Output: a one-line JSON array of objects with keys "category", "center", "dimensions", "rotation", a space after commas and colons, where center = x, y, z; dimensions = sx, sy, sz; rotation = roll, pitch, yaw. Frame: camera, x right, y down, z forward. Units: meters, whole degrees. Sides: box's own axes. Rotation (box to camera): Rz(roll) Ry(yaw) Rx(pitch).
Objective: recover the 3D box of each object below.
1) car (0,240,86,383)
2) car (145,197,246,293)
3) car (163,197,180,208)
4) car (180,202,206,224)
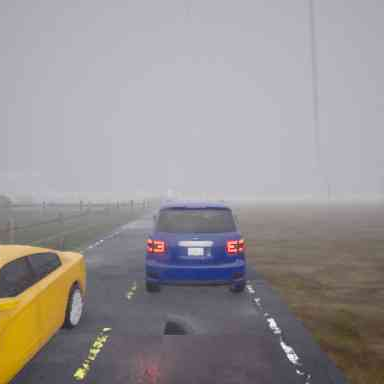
[{"category": "car", "center": [-2.854, 1.479, 4.080], "dimensions": [1.882, 1.535, 5.008], "rotation": [0, 0, 0]}, {"category": "car", "center": [0.077, 1.226, 9.021], "dimensions": [2.150, 2.045, 5.566], "rotation": [0, 0, 0]}, {"category": "car", "center": [-2.795, 1.400, 45.830], "dimensions": [1.994, 1.385, 4.181], "rotation": [0, 0, 0]}, {"category": "car", "center": [0.066, 1.543, 26.162], "dimensions": [1.812, 1.442, 4.674], "rotation": [0, 0, 0]}]
